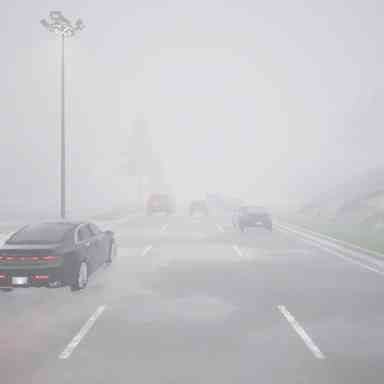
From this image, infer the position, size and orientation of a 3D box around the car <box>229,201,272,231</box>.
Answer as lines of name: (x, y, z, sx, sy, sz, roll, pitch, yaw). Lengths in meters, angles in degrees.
car: (3.608, 1.526, 20.247, 1.812, 1.442, 4.674, 0, 0, 0)

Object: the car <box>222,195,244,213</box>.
car: (4.930, 1.354, 36.582, 2.097, 1.767, 4.553, 0, 0, 13)

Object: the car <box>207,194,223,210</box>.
car: (3.276, 1.221, 44.001, 2.150, 2.045, 5.566, 0, 0, 16)

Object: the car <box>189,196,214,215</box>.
car: (0.829, 1.505, 33.804, 1.837, 1.490, 4.892, 0, 0, 8)

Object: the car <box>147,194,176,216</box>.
car: (-2.943, 1.217, 32.508, 2.150, 2.045, 5.566, 0, -1, 4)

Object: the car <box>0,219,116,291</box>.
car: (-3.400, 1.504, 9.009, 1.837, 1.490, 4.892, 0, 0, 0)
